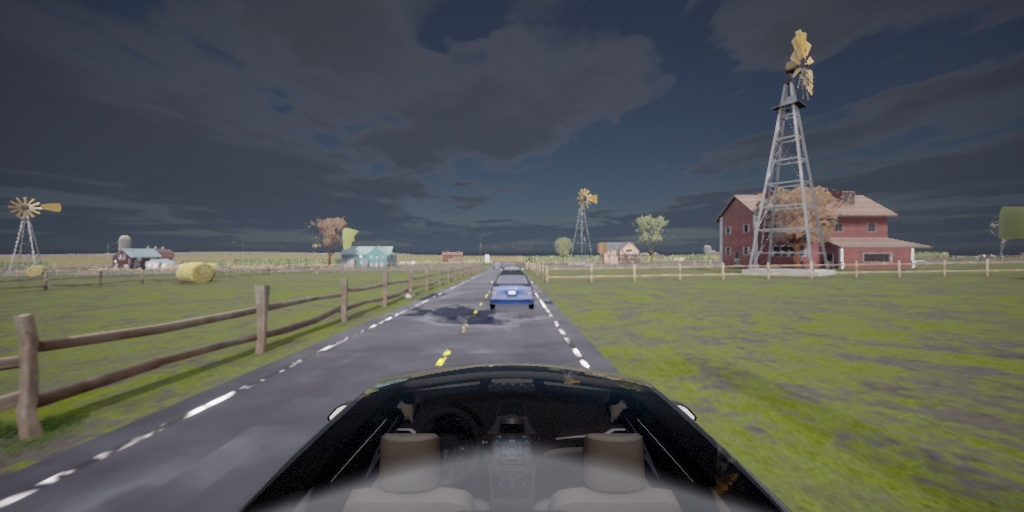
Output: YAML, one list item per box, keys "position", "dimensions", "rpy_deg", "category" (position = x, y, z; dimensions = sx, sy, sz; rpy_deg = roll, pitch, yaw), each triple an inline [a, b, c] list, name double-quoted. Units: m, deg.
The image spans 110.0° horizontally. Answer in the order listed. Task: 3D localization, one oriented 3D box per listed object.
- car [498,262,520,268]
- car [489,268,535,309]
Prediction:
- position: [0.009, 1.521, 31.328]
  dimensions: [1.882, 1.535, 5.008]
  rpy_deg: [0, 0, 0]
  category: "car"
- position: [0.002, 1.435, 15.818]
  dimensions: [2.033, 1.411, 5.357]
  rpy_deg: [0, -1, 0]
  category: "car"
